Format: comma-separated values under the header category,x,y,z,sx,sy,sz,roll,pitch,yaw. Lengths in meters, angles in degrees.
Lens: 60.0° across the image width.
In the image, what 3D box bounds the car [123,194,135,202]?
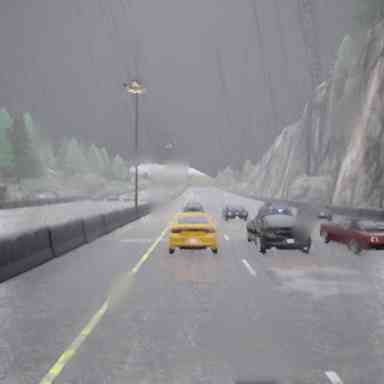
category,x,y,z,sx,sy,sz,roll,pitch,yaw
car,-13.532,1.264,71.845,2.097,1.767,4.553,0,1,0

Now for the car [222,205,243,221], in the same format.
category,x,y,z,sx,sy,sz,roll,pitch,yaw
car,3.664,1.796,29.040,1.895,1.301,4.718,0,0,0

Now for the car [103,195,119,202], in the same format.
category,x,y,z,sx,sy,sz,roll,pitch,yaw
car,-17.032,1.388,71.842,1.882,1.535,5.008,0,1,0

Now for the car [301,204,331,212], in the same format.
category,x,y,z,sx,sy,sz,roll,pitch,yaw
car,10.670,1.759,29.198,1.994,1.385,4.181,0,0,1

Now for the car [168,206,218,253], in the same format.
category,x,y,z,sx,sy,sz,roll,pitch,yaw
car,0.065,1.615,14.447,1.882,1.535,5.008,0,0,1

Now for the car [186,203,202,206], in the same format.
category,x,y,z,sx,sy,sz,roll,pitch,yaw
car,0.168,1.703,29.255,1.837,1.490,4.892,0,0,1

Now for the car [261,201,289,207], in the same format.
category,x,y,z,sx,sy,sz,roll,pitch,yaw
car,7.165,1.545,28.990,2.097,1.767,4.553,0,0,1

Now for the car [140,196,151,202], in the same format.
category,x,y,z,sx,sy,sz,roll,pitch,yaw
car,-10.032,1.505,71.764,1.895,1.301,4.718,0,1,0

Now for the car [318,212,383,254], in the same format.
category,x,y,z,sx,sy,sz,roll,pitch,yaw
car,7.057,1.735,14.019,1.895,1.301,4.718,0,-1,1

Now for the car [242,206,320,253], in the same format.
category,x,y,z,sx,sy,sz,roll,pitch,yaw
car,3.564,1.615,14.409,1.882,1.535,5.008,0,0,1

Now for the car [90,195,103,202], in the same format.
category,x,y,z,sx,sy,sz,roll,pitch,yaw
car,-20.532,1.388,71.867,1.882,1.535,5.008,0,1,0
